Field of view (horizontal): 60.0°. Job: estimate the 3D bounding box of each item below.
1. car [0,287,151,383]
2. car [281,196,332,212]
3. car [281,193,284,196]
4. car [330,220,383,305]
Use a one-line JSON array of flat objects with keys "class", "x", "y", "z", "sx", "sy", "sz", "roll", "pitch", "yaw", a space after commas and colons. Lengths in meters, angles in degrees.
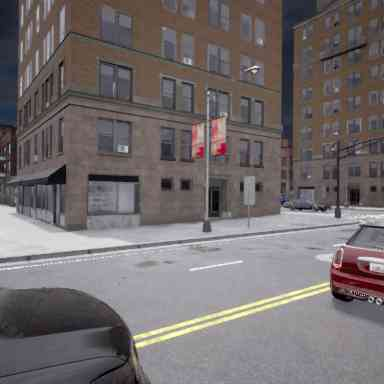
[{"class": "car", "x": -2.828, "y": 1.221, "z": 1.419, "sx": 5.566, "sy": 2.045, "sz": 2.150, "roll": 0, "pitch": 0, "yaw": -36}, {"class": "car", "x": 12.877, "y": 1.469, "z": 37.443, "sx": 2.033, "sy": 1.411, "sz": 5.357, "roll": 1, "pitch": 0, "yaw": -36}, {"class": "car", "x": 11.650, "y": 1.191, "z": 50.539, "sx": 2.150, "sy": 2.045, "sz": 5.566, "roll": 1, "pitch": 0, "yaw": -36}, {"class": "car", "x": 4.991, "y": 1.355, "z": 7.085, "sx": 4.553, "sy": 1.767, "sz": 2.097, "roll": 0, "pitch": 0, "yaw": -36}]
